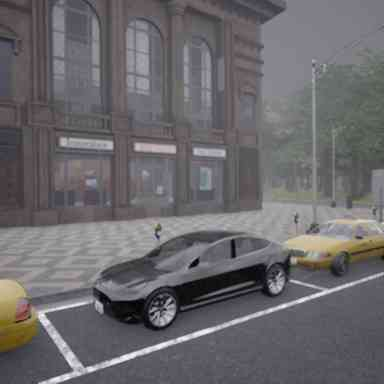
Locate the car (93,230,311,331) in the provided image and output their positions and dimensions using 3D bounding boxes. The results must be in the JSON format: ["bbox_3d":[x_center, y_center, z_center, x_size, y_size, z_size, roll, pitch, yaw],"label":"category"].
[{"bbox_3d":[0.222,1.512,6.812,4.313,1.339,1.947,-1,0,-36],"label":"car"}]

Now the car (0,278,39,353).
[{"bbox_3d":[-4.339,1.546,3.550,4.829,1.417,1.752,-1,0,-36],"label":"car"}]

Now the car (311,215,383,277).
[{"bbox_3d":[4.506,1.402,9.875,4.829,1.417,1.752,-1,0,-36],"label":"car"}]
